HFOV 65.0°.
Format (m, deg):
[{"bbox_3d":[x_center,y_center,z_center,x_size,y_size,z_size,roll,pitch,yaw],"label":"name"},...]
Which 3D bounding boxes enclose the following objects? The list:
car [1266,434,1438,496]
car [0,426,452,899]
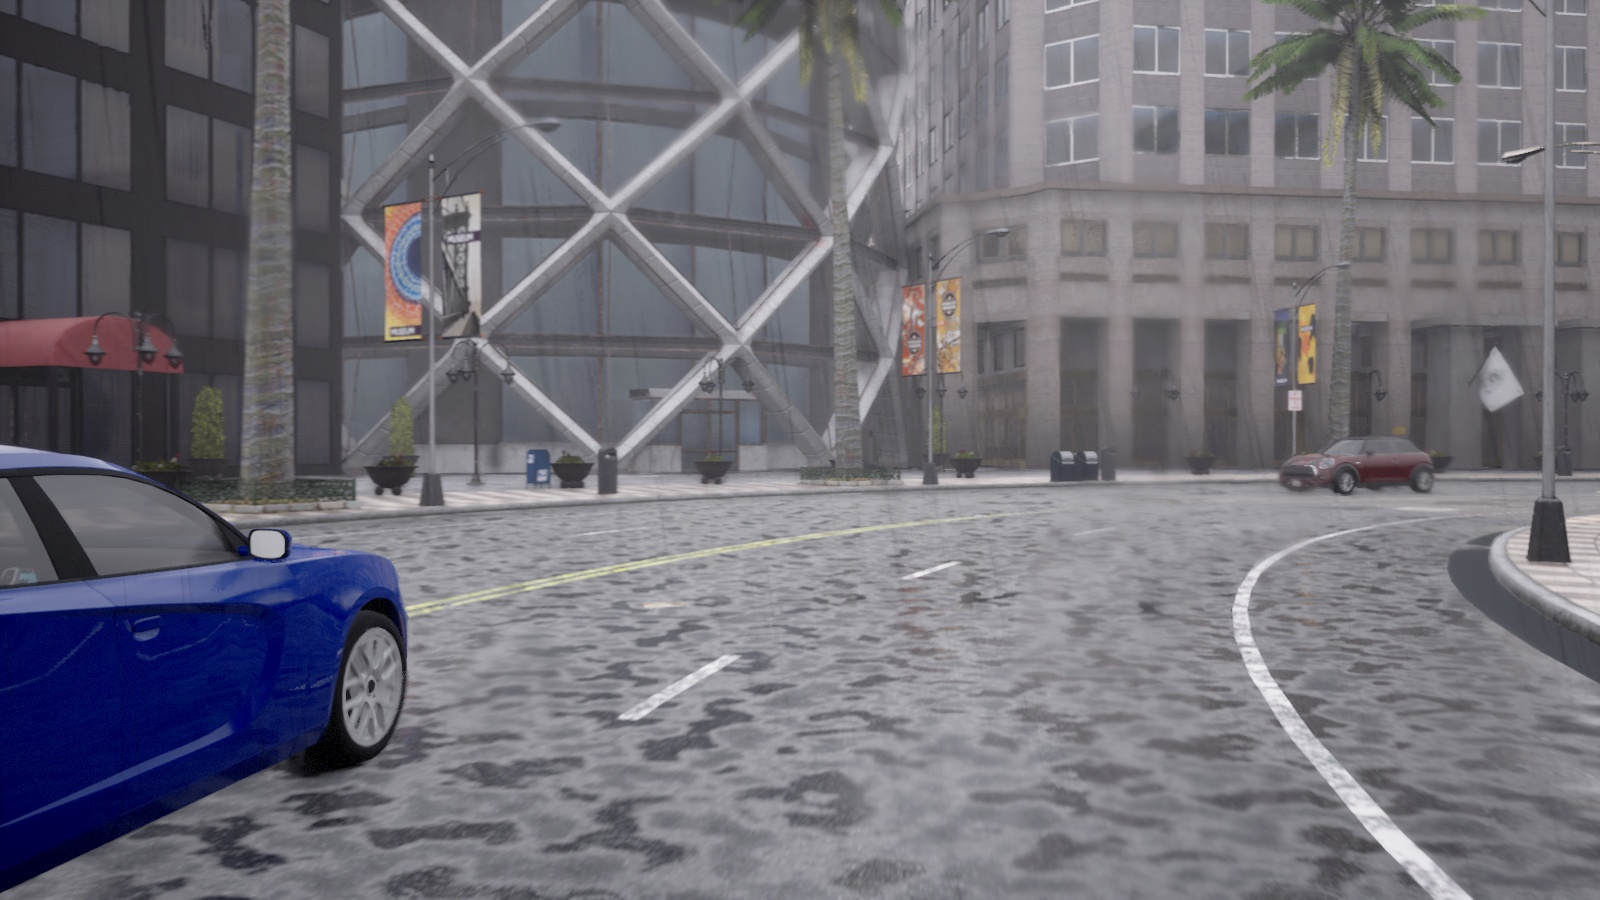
[{"bbox_3d":[16.422,0.423,37.377,4.553,1.767,2.097,0,0,-21],"label":"car"},{"bbox_3d":[-3.083,0.694,4.361,1.882,1.535,5.008,0,0,6],"label":"car"}]
